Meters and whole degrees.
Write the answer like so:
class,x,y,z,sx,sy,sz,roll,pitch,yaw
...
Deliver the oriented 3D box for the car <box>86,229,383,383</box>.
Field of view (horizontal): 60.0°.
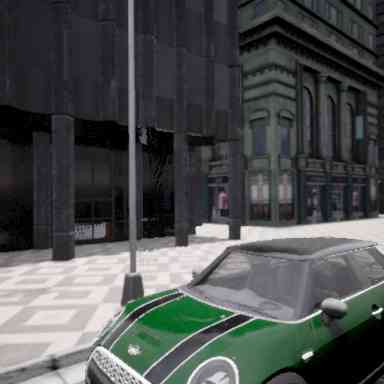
class,x,y,z,sx,sy,sz,roll,pitch,yaw
car,1.060,1.441,4.205,4.553,1.767,2.097,1,-1,-40
